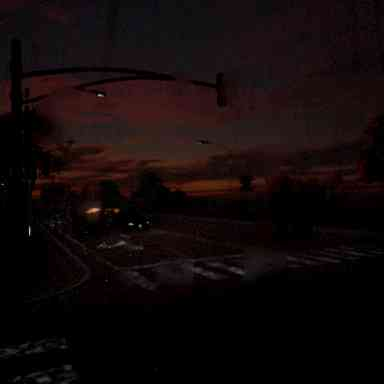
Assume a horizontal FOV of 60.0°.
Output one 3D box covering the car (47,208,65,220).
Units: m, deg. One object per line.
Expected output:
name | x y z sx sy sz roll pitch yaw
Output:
car | -18.325 2.884 44.697 2.128 1.511 4.902 0 -2 -27

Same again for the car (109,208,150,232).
car | -4.865 2.268 26.076 1.837 1.490 4.892 0 -1 -28

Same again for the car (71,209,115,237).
car | -7.248 2.226 23.629 1.882 1.535 5.008 0 -1 -28

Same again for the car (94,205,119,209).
car | -12.055 2.941 46.942 1.895 1.301 4.718 0 -1 -27

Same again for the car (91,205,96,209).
car | -16.490 2.949 55.208 2.097 1.767 4.553 0 -1 -28

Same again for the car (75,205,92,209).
car | -15.872 2.968 47.032 1.994 1.385 4.181 0 -2 -27

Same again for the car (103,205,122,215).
car | -13.630 3.062 56.752 1.882 1.535 5.008 0 -1 -28
